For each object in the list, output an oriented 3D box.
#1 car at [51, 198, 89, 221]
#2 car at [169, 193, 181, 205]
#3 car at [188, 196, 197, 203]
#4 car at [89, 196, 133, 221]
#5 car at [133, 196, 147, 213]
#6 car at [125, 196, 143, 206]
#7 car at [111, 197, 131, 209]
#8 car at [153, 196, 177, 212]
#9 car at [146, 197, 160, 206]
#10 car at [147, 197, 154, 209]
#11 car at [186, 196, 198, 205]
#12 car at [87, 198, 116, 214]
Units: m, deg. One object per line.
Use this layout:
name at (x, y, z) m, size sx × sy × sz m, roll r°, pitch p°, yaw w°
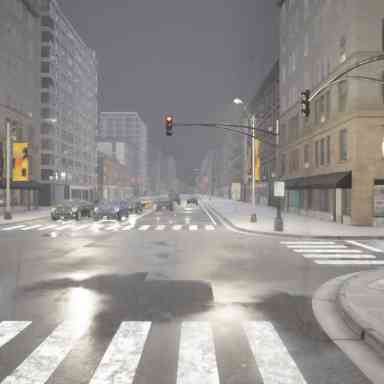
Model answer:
car at (-9.815, 1.352, 27.422) m, size 2.097 × 1.767 × 4.553 m, roll 0°, pitch 0°, yaw 0°
car at (-3.174, 1.214, 60.292) m, size 2.150 × 2.045 × 5.566 m, roll 0°, pitch 0°, yaw 1°
car at (0.059, 1.512, 68.314) m, size 1.812 × 1.442 × 4.674 m, roll 0°, pitch 0°, yaw 0°
car at (-6.566, 1.352, 27.418) m, size 2.097 × 1.767 × 4.553 m, roll 0°, pitch 0°, yaw 0°
car at (-6.552, 1.490, 36.257) m, size 2.128 × 1.511 × 4.902 m, roll 0°, pitch 0°, yaw 0°
car at (-9.761, 1.483, 56.637) m, size 2.128 × 1.511 × 4.902 m, roll 0°, pitch 0°, yaw 1°
car at (-9.793, 1.521, 46.339) m, size 1.812 × 1.442 × 4.674 m, roll 0°, pitch 0°, yaw 0°
car at (-3.112, 1.501, 39.497) m, size 1.837 × 1.490 × 4.892 m, roll 0°, pitch 0°, yaw 0°
car at (-6.518, 1.517, 55.612) m, size 1.812 × 1.442 × 4.674 m, roll 0°, pitch 0°, yaw 1°
car at (-6.541, 1.473, 45.760) m, size 1.882 × 1.535 × 5.008 m, roll 0°, pitch 0°, yaw 0°
car at (0.050, 1.496, 57.895) m, size 1.837 × 1.490 × 4.892 m, roll 0°, pitch 0°, yaw 0°
car at (-9.806, 1.503, 36.394) m, size 1.837 × 1.490 × 4.892 m, roll 0°, pitch 0°, yaw 0°
